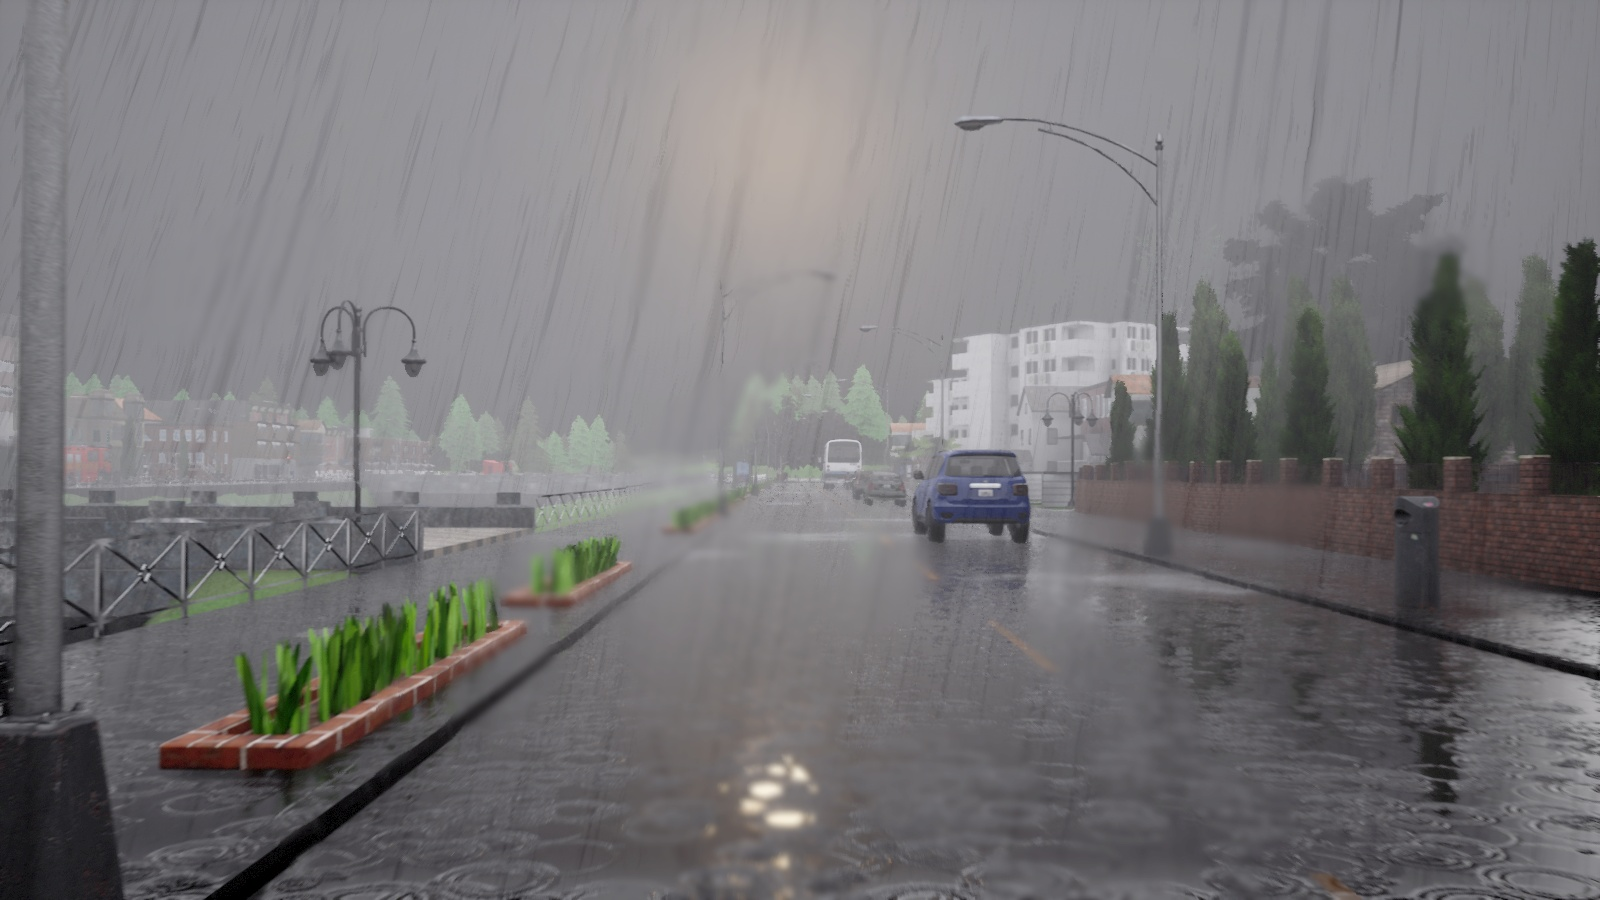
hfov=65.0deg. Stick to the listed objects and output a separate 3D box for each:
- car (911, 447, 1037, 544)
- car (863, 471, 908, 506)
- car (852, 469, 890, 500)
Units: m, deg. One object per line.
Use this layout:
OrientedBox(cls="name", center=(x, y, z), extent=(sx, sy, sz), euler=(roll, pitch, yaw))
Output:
OrientedBox(cls="car", center=(3.930, 1.010, 29.395), extent=(2.150, 2.045, 5.566), euler=(0, -1, 0))
OrientedBox(cls="car", center=(3.866, 1.735, 57.209), extent=(1.789, 1.549, 3.705), euler=(0, -1, 0))
OrientedBox(cls="car", center=(3.840, 1.841, 68.296), extent=(1.851, 1.617, 3.988), euler=(0, -1, 0))
